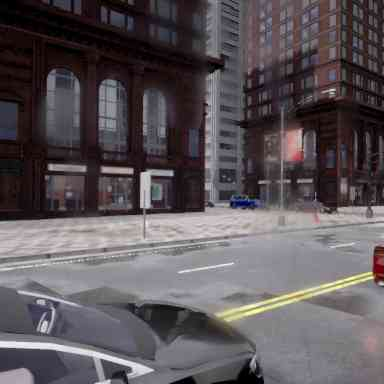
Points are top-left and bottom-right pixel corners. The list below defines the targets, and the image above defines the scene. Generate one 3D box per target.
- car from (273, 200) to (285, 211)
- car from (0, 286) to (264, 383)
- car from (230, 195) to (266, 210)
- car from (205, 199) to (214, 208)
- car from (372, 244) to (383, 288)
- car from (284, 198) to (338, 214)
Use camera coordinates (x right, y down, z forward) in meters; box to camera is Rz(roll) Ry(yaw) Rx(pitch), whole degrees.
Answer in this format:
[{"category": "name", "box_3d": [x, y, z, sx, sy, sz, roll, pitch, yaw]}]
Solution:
[{"category": "car", "box_3d": [12.850, 1.592, 43.412, 2.097, 1.767, 4.553, 1, -1, -35]}, {"category": "car", "box_3d": [-1.569, 1.492, 2.326, 4.902, 1.511, 2.128, 0, 0, -35]}, {"category": "car", "box_3d": [7.512, 1.445, 45.399, 2.150, 2.045, 5.566, 1, -1, -35]}, {"category": "car", "box_3d": [1.694, 1.834, 53.592, 1.994, 1.385, 4.181, 1, -1, -35]}, {"category": "car", "box_3d": [6.260, 1.489, 7.897, 5.008, 1.535, 1.882, 0, 0, -35]}, {"category": "car", "box_3d": [13.390, 1.725, 37.122, 2.033, 1.411, 5.357, 1, -1, -35]}]
